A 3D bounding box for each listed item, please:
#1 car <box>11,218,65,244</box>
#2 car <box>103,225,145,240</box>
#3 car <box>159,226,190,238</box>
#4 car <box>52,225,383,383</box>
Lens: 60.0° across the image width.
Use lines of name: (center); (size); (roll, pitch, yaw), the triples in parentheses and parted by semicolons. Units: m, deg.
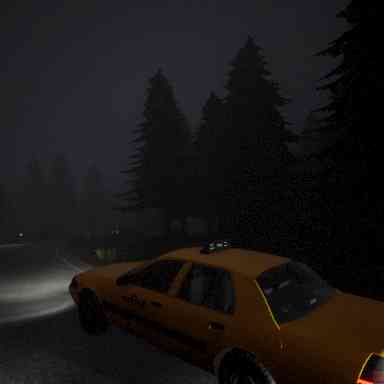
car: (-12.735, 3.226, 28.142); (2.150, 2.045, 5.566); (-4, -7, 7)
car: (-7.429, 4.510, 36.965); (2.033, 1.411, 5.357); (-4, -8, 20)
car: (-2.306, 5.544, 46.271); (1.882, 1.535, 5.008); (-5, -8, 30)
car: (0.133, 1.441, 4.744); (5.366, 1.575, 1.801); (0, 1, 43)
